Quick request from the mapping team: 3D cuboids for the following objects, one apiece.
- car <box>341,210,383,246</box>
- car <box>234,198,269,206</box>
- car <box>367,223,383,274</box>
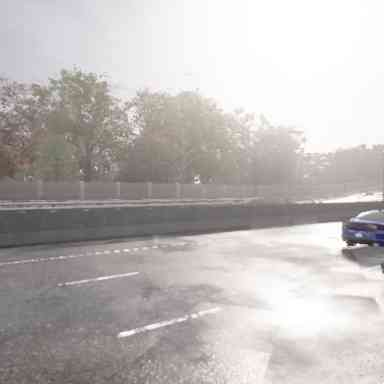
[{"bbox_3d":[8.305,1.484,13.975,5.008,1.535,1.882,0,0,-36],"label":"car"},{"bbox_3d":[7.923,1.566,43.956,5.357,1.411,2.033,0,0,-35],"label":"car"},{"bbox_3d":[7.066,1.551,8.791,5.357,1.411,2.033,0,0,-36],"label":"car"}]
